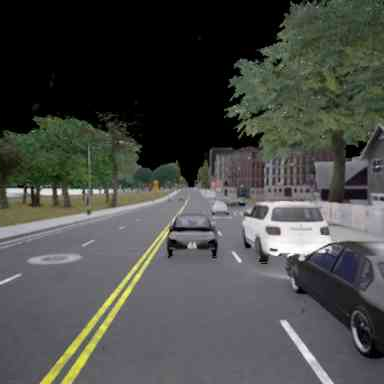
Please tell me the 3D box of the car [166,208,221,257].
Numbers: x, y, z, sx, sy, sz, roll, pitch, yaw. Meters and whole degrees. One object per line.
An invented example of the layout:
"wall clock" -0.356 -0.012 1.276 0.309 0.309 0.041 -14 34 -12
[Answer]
"car" 0.024 1.623 13.517 2.128 1.511 4.902 0 0 0

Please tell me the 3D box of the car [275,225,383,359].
"car" 3.250 1.606 6.010 2.033 1.411 5.357 0 -1 0

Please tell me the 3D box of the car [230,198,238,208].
"car" 7.956 1.855 58.308 2.097 1.767 4.553 1 0 42

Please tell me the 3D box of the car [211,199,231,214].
"car" 3.260 1.909 40.090 1.812 1.442 4.674 0 -1 0

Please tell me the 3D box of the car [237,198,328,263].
"car" 3.263 1.345 12.571 2.150 2.045 5.566 0 0 0
